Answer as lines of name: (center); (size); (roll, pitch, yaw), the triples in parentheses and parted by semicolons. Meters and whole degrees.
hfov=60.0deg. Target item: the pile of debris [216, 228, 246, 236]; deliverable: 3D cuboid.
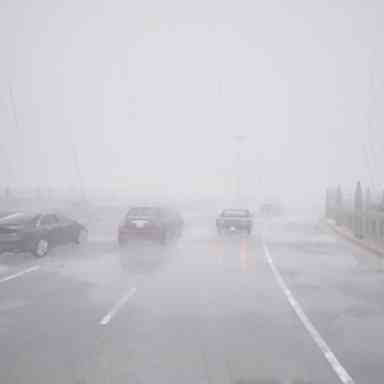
pile of debris: (2.200, 2.211, 18.509); (1.500, 0.140, 1.860); (0, 0, 13)

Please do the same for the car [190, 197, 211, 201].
car: (1.540, 1.566, 59.055); (1.882, 1.535, 5.008); (0, 0, 35)

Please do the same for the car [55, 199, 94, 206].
car: (-9.915, 1.342, 27.169); (2.097, 1.767, 4.553); (0, 0, 17)

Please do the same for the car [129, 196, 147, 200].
car: (-8.250, 1.380, 49.691); (2.097, 1.767, 4.553); (0, 0, 29)

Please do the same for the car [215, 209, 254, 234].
car: (2.662, 1.637, 19.633); (1.895, 1.301, 4.718); (0, 0, 13)

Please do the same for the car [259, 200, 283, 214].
car: (8.675, 1.616, 36.337); (1.812, 1.442, 4.674); (0, 0, 25)

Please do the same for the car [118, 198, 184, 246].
car: (-1.732, 1.365, 15.549); (2.097, 1.767, 4.553); (0, 0, 10)

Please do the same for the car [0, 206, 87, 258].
car: (-5.756, 1.495, 12.761); (1.837, 1.490, 4.892); (0, 0, 8)
